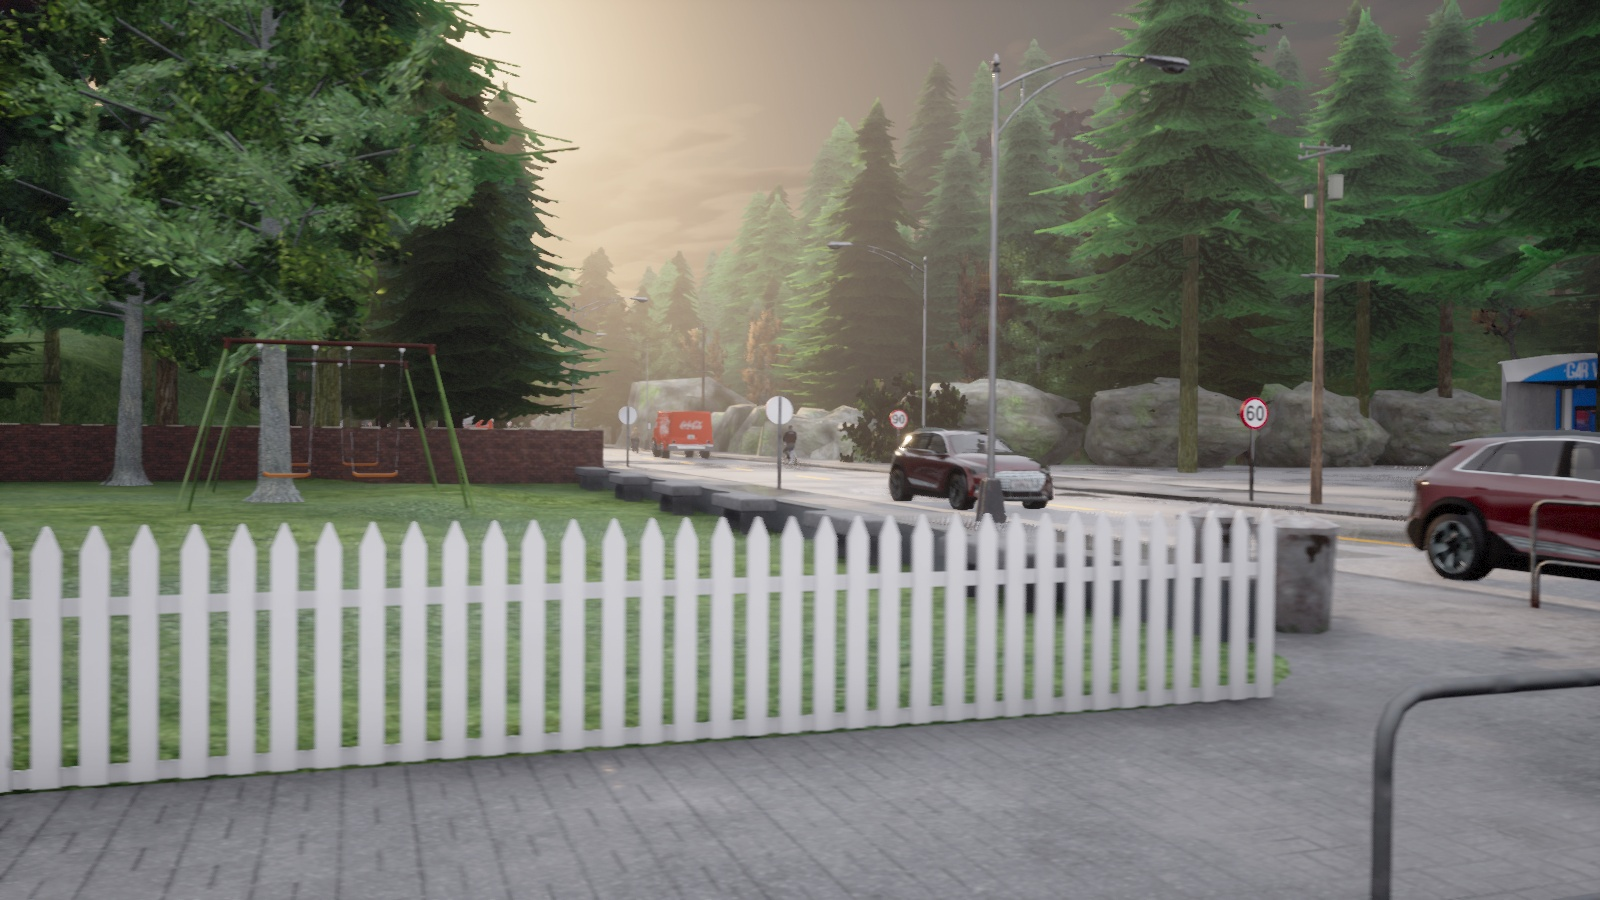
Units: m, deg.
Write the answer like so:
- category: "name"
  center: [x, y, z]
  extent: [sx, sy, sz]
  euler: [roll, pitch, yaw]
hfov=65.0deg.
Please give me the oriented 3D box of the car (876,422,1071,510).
- category: "car"
  center: [3.499, 0.270, 26.380]
  extent: [2.033, 1.649, 4.856]
  euler: [-1, 1, -19]

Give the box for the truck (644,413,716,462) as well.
- category: "truck"
  center: [-6.418, -0.680, 66.510]
  extent: [2.627, 2.467, 5.204]
  euler: [-1, 1, -19]

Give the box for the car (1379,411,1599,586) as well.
- category: "car"
  center: [8.393, 0.438, 12.458]
  extent: [2.033, 1.649, 4.856]
  euler: [-1, 1, -19]
